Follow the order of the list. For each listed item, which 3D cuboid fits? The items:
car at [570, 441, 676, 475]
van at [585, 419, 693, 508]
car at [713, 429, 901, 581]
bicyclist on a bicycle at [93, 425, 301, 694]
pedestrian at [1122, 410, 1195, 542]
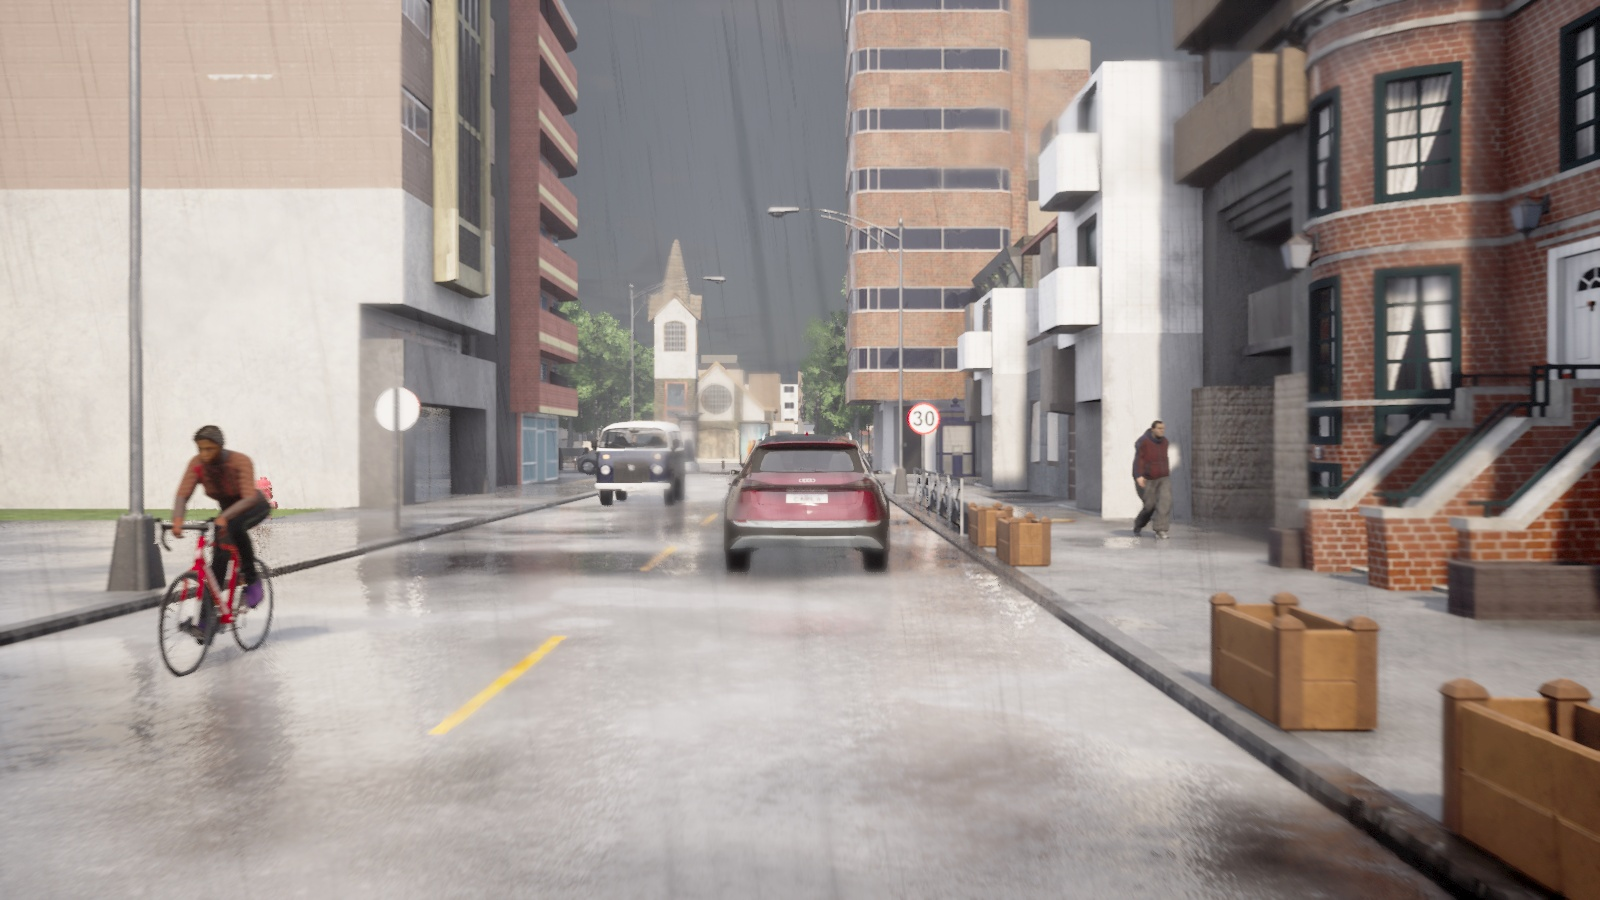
[{"bbox_3d":[-8.256,0.358,58.519,4.514,1.525,2.007,0,0,24],"label":"car"},{"bbox_3d":[-3.854,0.293,30.802,2.069,2.038,4.480,0,0,0],"label":"van"},{"bbox_3d":[0.085,0.586,16.041,2.033,1.649,4.856,0,0,0],"label":"car"},{"bbox_3d":[-3.945,0.649,8.362,0.582,1.620,1.656,0,1,0],"label":"bicyclist on a bicycle"},{"bbox_3d":[5.136,0.359,18.030,0.634,1.844,0.899,0,0,-15],"label":"pedestrian"}]
